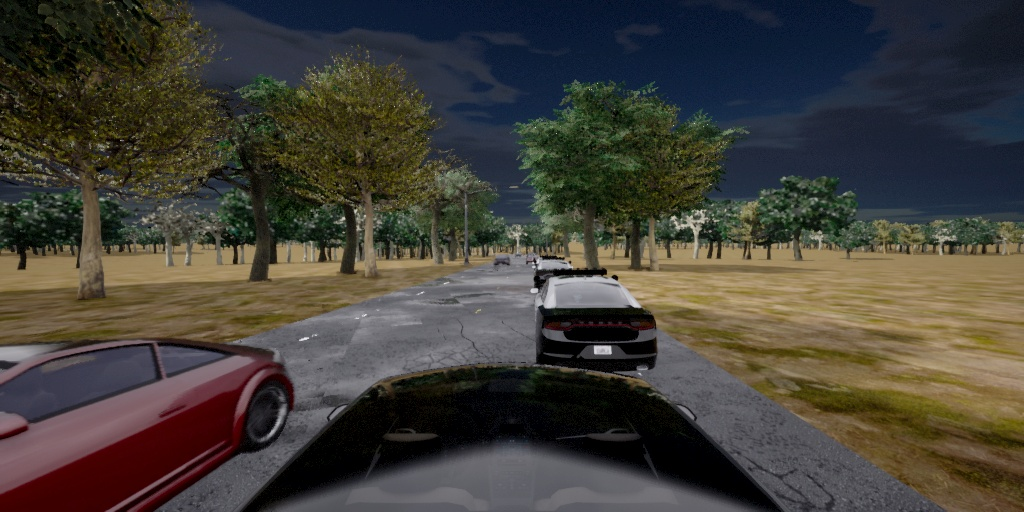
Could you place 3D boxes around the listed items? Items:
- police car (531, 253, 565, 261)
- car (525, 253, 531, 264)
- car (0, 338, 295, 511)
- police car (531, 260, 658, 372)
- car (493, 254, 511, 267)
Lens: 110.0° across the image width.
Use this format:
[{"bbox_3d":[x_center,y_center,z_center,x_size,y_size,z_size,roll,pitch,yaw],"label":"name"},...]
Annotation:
[{"bbox_3d":[2.020,0.851,17.644,1.930,1.638,5.238,1,1,3],"label":"police car"},{"bbox_3d":[2.894,0.433,50.510,2.033,1.411,5.357,0,1,3],"label":"car"},{"bbox_3d":[-3.538,1.333,2.347,1.994,1.385,4.181,-3,0,3],"label":"car"},{"bbox_3d":[1.429,1.070,7.653,1.930,1.638,5.238,-1,1,3],"label":"police car"},{"bbox_3d":[-1.164,0.476,43.739,2.033,1.411,5.357,-2,2,3],"label":"car"}]
